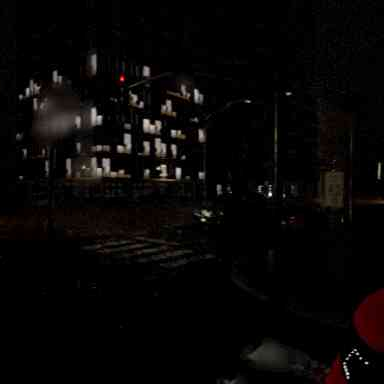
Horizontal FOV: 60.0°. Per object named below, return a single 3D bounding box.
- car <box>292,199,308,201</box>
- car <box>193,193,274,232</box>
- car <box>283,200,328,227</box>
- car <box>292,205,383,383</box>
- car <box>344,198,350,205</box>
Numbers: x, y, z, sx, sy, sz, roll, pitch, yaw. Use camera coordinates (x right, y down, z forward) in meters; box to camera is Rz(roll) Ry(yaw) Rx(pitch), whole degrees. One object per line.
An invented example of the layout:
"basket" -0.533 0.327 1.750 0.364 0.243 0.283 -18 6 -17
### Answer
"car" 8.944 1.353 27.312 2.128 1.511 4.902 1 1 41
"car" 2.470 1.118 19.713 2.150 2.045 5.566 1 1 43
"car" 6.374 1.449 19.529 1.812 1.442 4.674 1 1 42
"car" 3.519 1.201 1.317 5.566 2.045 2.150 1 1 42
"car" 15.652 1.352 35.120 1.812 1.442 4.674 1 1 40
